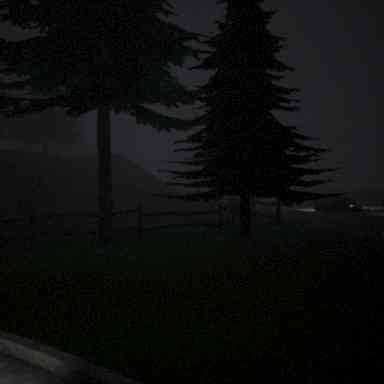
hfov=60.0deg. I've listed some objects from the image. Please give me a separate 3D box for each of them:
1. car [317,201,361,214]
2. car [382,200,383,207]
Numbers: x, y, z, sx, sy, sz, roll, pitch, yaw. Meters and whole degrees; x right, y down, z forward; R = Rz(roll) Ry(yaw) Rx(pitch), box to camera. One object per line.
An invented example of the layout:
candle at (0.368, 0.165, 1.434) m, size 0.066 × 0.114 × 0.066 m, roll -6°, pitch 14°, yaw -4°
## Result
car at (11.527, 0.965, 26.660) m, size 1.994 × 1.385 × 4.181 m, roll -1°, pitch 1°, yaw -9°
car at (18.368, 0.820, 28.222) m, size 1.812 × 1.442 × 4.674 m, roll -1°, pitch 1°, yaw -9°
